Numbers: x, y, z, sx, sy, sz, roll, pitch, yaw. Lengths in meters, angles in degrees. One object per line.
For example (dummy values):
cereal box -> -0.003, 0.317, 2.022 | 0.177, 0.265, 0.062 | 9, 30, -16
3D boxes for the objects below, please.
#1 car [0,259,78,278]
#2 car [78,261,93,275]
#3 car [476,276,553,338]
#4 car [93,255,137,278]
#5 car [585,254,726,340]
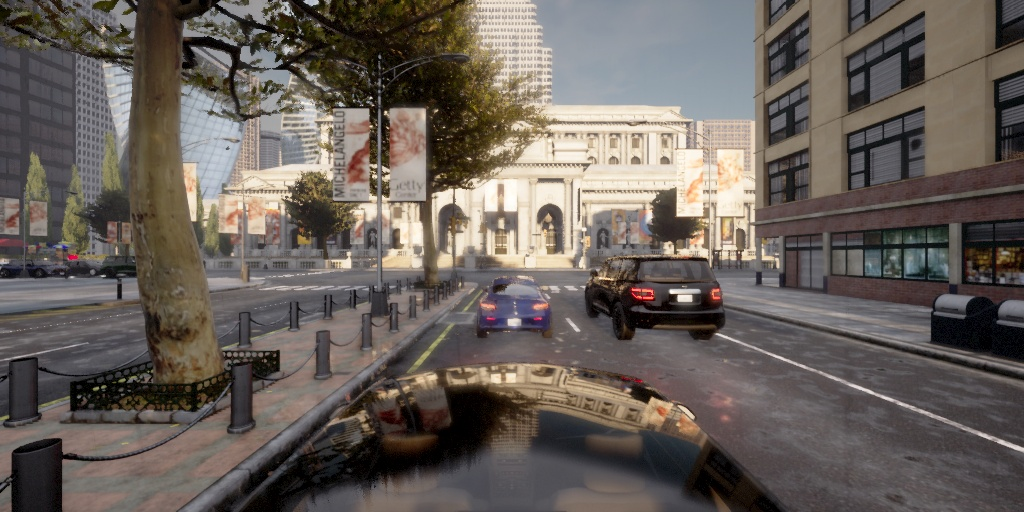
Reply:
car -> -45.075, 1.102, 34.076 | 4.553, 1.767, 2.097 | 0, 0, -2
car -> -44.446, 1.255, 37.599 | 4.892, 1.490, 1.837 | 0, 0, -1
car -> 0.074, 1.276, 10.089 | 1.812, 1.442, 4.674 | 0, 0, 0
car -> -35.664, 0.971, 34.155 | 5.566, 2.045, 2.150 | 0, 0, 0
car -> 3.580, 0.971, 10.099 | 2.150, 2.045, 5.566 | 0, 0, 0
